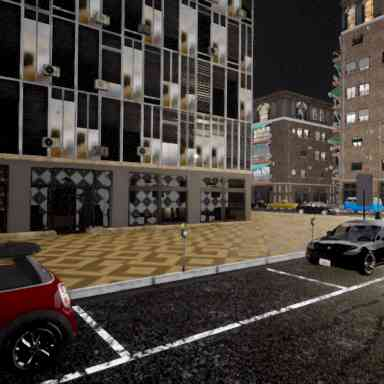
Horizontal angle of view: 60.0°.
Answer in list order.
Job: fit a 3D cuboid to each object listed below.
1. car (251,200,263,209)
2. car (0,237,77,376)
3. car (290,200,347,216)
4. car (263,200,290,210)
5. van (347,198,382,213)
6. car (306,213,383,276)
[{"bbox_3d":[9.698,1.863,51.137,1.947,1.339,4.313,0,-1,-35],"label":"car"},{"bbox_3d":[-3.647,1.440,3.947,4.097,1.590,1.967,0,1,-35],"label":"car"},{"bbox_3d":[12.294,1.619,32.684,2.008,1.369,4.403,0,-1,-35],"label":"car"},{"bbox_3d":[12.763,1.786,46.716,1.752,1.417,4.829,0,-1,-35],"label":"car"},{"bbox_3d":[19.184,1.524,37.457,1.690,1.788,3.998,0,-1,-35],"label":"van"},{"bbox_3d":[5.435,1.566,10.415,4.313,1.339,1.947,0,1,-35],"label":"car"}]
